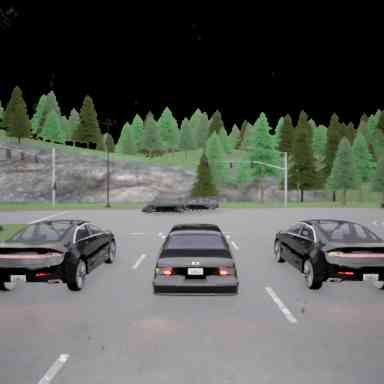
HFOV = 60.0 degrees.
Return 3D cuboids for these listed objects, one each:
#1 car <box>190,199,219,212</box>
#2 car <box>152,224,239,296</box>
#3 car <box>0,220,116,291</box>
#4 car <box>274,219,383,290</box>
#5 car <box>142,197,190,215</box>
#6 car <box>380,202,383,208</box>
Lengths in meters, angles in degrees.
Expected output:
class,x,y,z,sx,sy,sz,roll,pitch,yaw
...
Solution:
class,x,y,z,sx,sy,sz,roll,pitch,yaw
car,0.694,1.498,38.261,4.902,1.511,2.128,0,0,-9
car,0.096,1.549,8.795,2.033,1.411,5.357,0,0,1
car,-3.404,1.493,8.975,2.128,1.511,4.902,0,0,0
car,3.598,1.493,9.072,2.128,1.511,4.902,0,0,1
car,-2.881,1.358,34.095,4.553,1.767,2.097,0,0,-10
car,27.312,1.512,43.640,4.892,1.490,1.837,0,0,0
